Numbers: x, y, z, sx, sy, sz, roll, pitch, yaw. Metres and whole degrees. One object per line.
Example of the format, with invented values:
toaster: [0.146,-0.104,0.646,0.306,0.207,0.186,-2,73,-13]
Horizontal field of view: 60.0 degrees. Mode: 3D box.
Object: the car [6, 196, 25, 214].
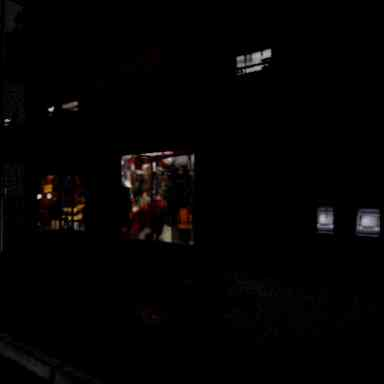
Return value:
car: [-14.145,1.127,26.896,4.892,1.490,1.837,-1,1,-40]
